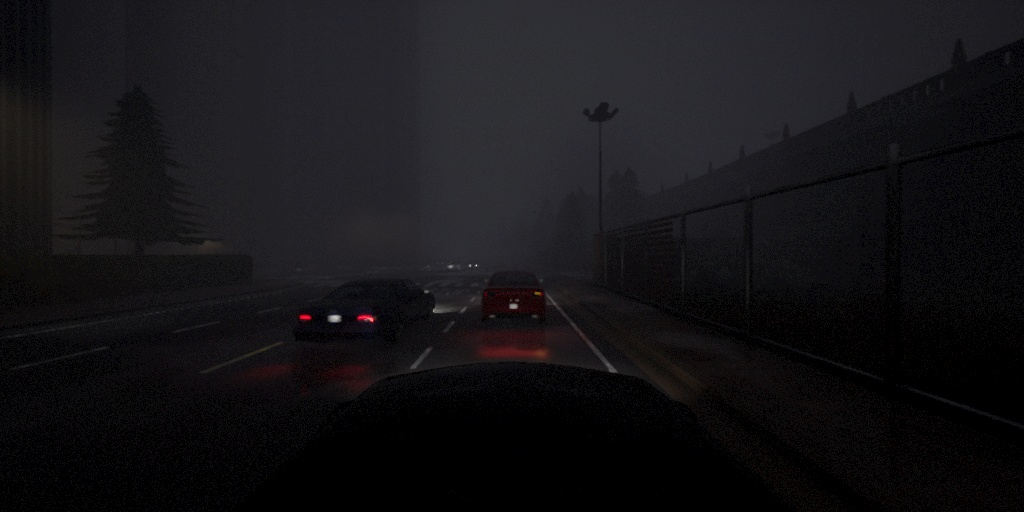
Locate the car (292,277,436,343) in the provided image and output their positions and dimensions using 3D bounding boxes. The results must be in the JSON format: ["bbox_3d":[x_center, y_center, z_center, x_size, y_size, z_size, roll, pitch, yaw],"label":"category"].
[{"bbox_3d":[-3.459,1.266,9.542,2.033,1.411,5.357,0,0,1],"label":"car"}]

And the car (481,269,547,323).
[{"bbox_3d":[0.060,1.186,12.043,1.882,1.535,5.008,0,0,0],"label":"car"}]
